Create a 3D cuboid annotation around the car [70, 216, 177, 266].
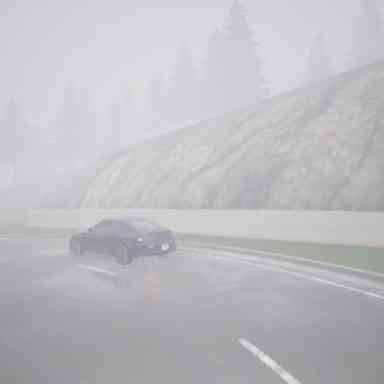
[{"bbox_3d":[-2.559,1.601,11.912,4.674,1.442,1.812,-2,0,42],"label":"car"}]
